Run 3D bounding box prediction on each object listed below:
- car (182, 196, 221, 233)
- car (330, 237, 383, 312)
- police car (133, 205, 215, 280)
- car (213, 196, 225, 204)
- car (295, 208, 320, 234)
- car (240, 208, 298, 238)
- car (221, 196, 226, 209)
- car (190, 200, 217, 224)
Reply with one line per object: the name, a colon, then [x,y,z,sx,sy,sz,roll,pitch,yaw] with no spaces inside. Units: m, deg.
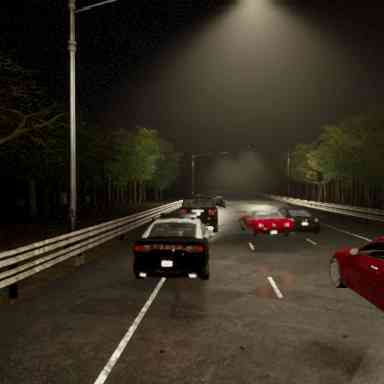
car: [0.499,1.232,20.017,2.150,2.045,5.566,0,0,5]
car: [4.142,1.529,6.153,1.812,1.442,4.674,0,0,3]
police car: [-0.385,1.429,10.144,1.930,1.638,5.238,0,0,4]
car: [5.187,1.520,64.232,2.128,1.511,4.902,0,0,5]
car: [5.697,1.585,19.218,1.994,1.385,4.181,1,1,-4]
car: [3.825,1.600,17.807,1.895,1.301,4.718,-2,0,0]
car: [3.744,1.568,46.406,2.033,1.411,5.357,0,0,5]
car: [0.979,1.490,25.969,1.882,1.535,5.008,0,0,5]
